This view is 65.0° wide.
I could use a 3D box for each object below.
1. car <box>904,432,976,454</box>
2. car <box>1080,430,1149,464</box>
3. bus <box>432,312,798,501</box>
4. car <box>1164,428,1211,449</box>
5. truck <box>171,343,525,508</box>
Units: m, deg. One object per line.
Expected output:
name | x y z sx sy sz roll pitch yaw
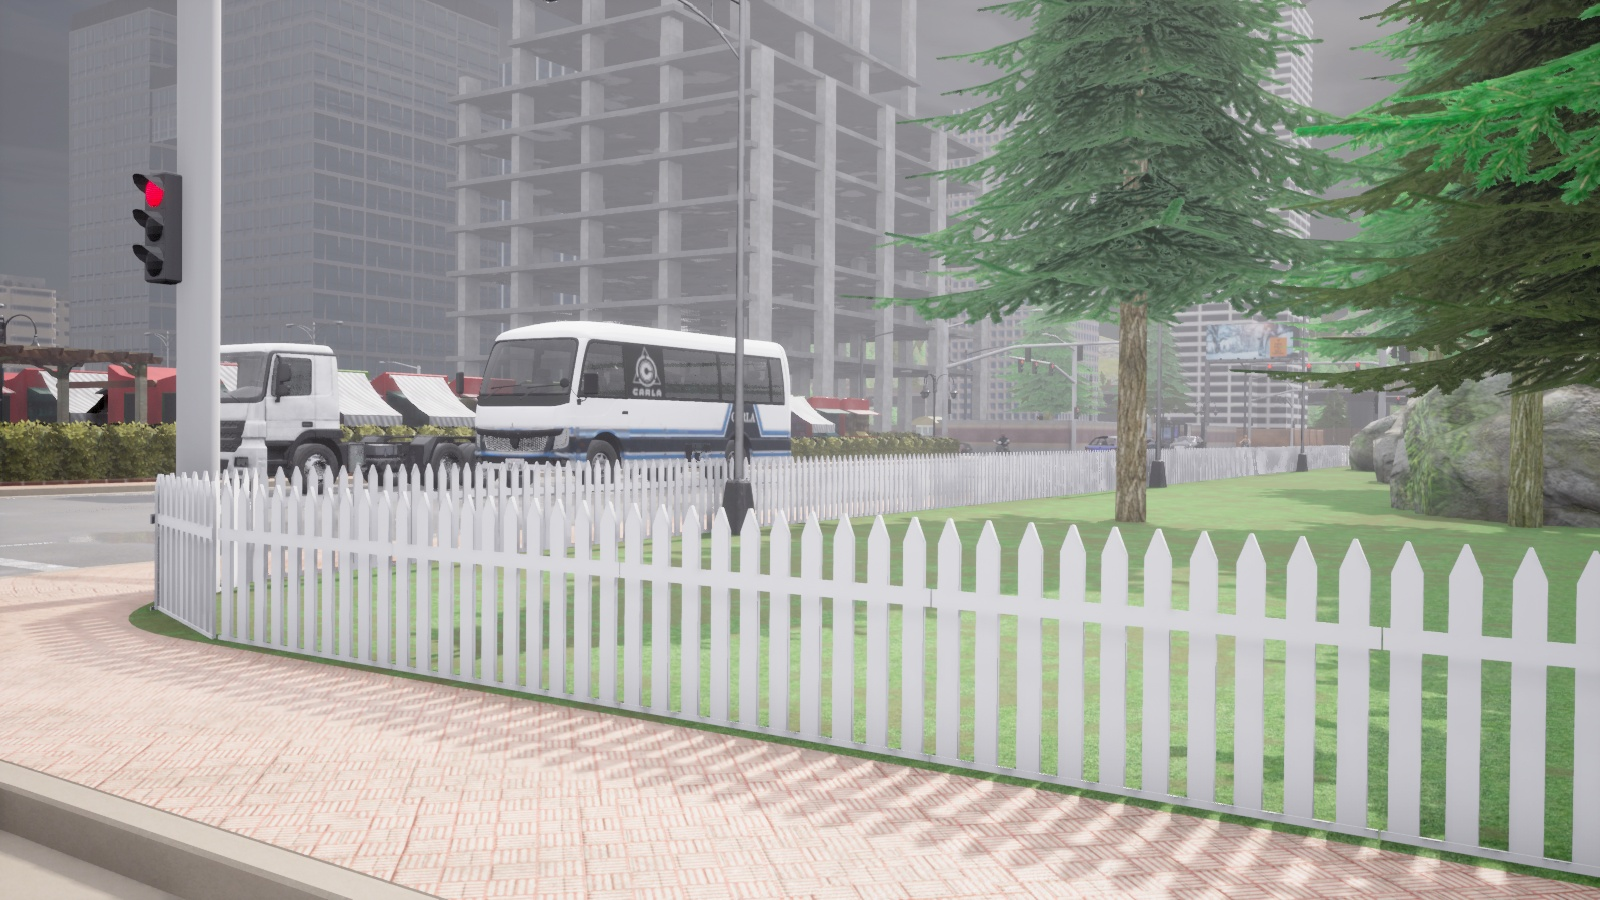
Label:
car | 9.144 -0.461 81.902 4.181 1.385 1.994 0 1 31
car | 14.279 -0.162 56.946 1.816 1.474 4.193 0 1 32
bus | -4.467 -1.065 33.699 3.944 4.253 10.273 0 1 32
car | 28.794 -0.845 93.194 2.128 1.511 4.902 0 1 32
truck | -10.611 -0.571 30.501 2.891 3.462 7.936 0 1 32
